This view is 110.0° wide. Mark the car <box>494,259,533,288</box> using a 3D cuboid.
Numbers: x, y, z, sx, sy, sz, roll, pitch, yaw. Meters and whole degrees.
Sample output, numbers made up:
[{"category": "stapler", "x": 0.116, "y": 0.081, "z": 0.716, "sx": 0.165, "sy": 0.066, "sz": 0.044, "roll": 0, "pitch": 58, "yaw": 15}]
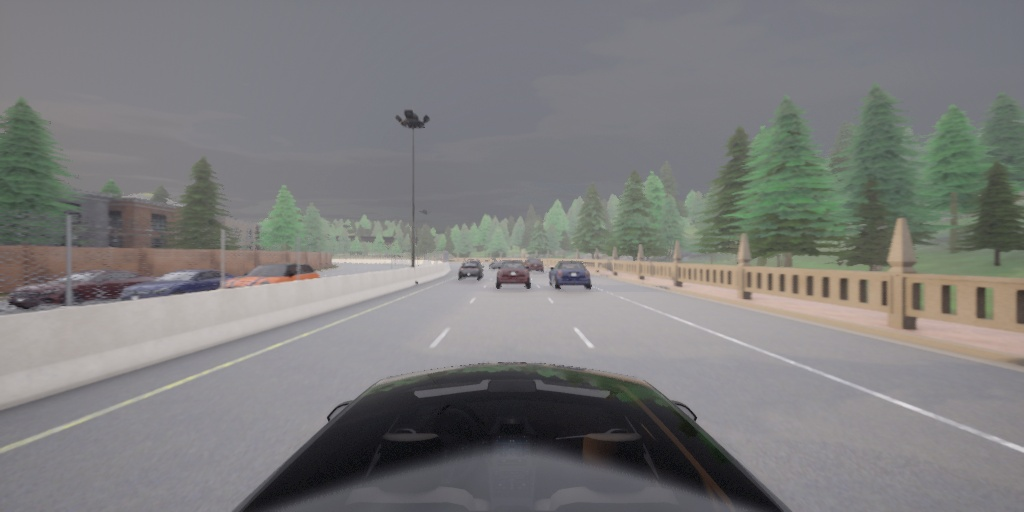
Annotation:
[{"category": "car", "x": 0.072, "y": 1.101, "z": 24.097, "sx": 2.097, "sy": 1.767, "sz": 4.553, "roll": 0, "pitch": 0, "yaw": 0}]

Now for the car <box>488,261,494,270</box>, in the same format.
[{"category": "car", "x": -2.168, "y": 1.317, "z": 51.916, "sx": 1.994, "sy": 1.385, "sz": 4.181, "roll": 0, "pitch": 0, "yaw": -13}]

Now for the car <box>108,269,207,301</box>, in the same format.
[{"category": "car", "x": -14.020, "y": 1.294, "z": 15.676, "sx": 1.812, "sy": 1.442, "sz": 4.674, "roll": 0, "pitch": 0, "yaw": 0}]

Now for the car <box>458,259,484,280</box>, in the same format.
[{"category": "car", "x": -3.507, "y": 1.246, "z": 31.050, "sx": 2.128, "sy": 1.511, "sz": 4.902, "roll": 0, "pitch": 0, "yaw": -2}]

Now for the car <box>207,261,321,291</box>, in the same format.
[{"category": "car", "x": -10.517, "y": 1.113, "z": 16.003, "sx": 2.097, "sy": 1.767, "sz": 4.553, "roll": 0, "pitch": 0, "yaw": 0}]

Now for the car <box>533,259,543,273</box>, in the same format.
[{"category": "car", "x": 2.485, "y": 1.098, "z": 44.736, "sx": 2.097, "sy": 1.767, "sz": 4.553, "roll": 0, "pitch": 0, "yaw": -8}]

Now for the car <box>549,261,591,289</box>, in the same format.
[{"category": "car", "x": 3.575, "y": 1.097, "z": 22.881, "sx": 2.097, "sy": 1.767, "sz": 4.553, "roll": 0, "pitch": 0, "yaw": 0}]

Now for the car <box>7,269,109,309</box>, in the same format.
[{"category": "car", "x": -17.524, "y": 1.297, "z": 15.132, "sx": 1.812, "sy": 1.442, "sz": 4.674, "roll": 0, "pitch": 0, "yaw": 0}]
